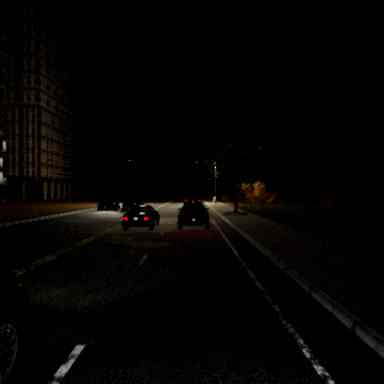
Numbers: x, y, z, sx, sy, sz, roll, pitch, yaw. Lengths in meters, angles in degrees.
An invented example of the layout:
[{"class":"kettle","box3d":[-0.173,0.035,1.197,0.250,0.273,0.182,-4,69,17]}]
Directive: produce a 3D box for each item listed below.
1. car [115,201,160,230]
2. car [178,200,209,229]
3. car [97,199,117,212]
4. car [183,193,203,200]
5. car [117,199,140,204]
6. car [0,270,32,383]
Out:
[{"class":"car","box3d":[-3.153,1.556,21.187,2.033,1.411,5.357,0,0,0]},{"class":"car","box3d":[0.097,1.488,21.655,1.882,1.535,5.008,0,-1,0]},{"class":"car","box3d":[-9.848,1.580,39.566,1.994,1.385,4.181,0,0,0]},{"class":"car","box3d":[0.093,1.228,39.906,2.150,2.045,5.566,0,-1,0]},{"class":"car","box3d":[-6.599,1.520,36.732,1.837,1.490,4.892,0,0,0]},{"class":"car","box3d":[-3.150,1.213,1.956,2.150,2.045,5.566,0,-1,0]}]
